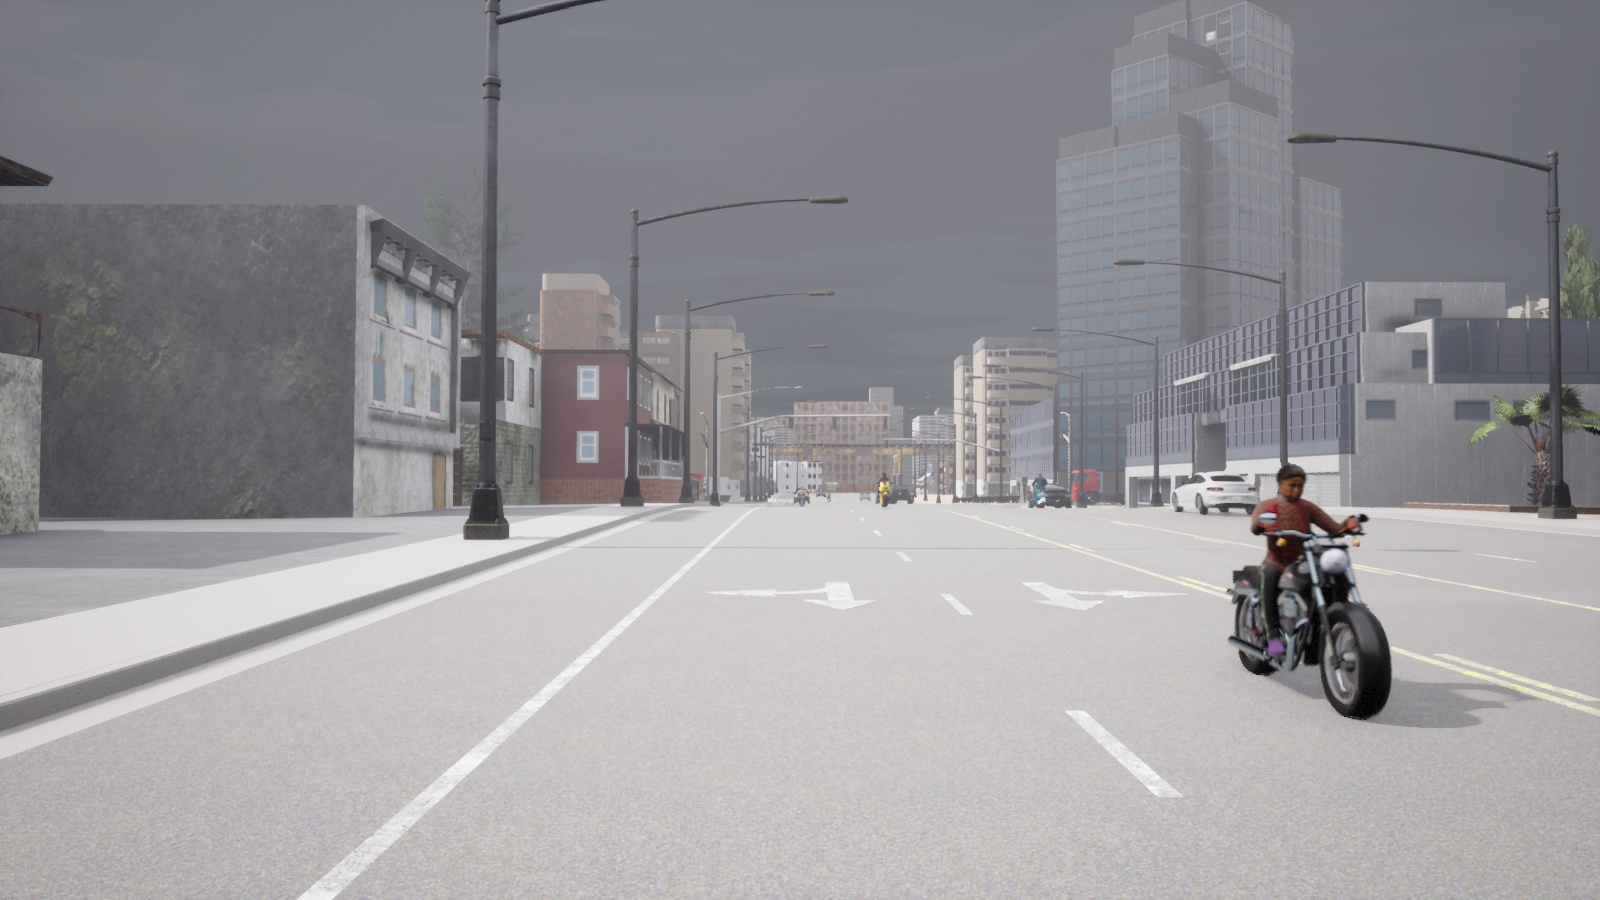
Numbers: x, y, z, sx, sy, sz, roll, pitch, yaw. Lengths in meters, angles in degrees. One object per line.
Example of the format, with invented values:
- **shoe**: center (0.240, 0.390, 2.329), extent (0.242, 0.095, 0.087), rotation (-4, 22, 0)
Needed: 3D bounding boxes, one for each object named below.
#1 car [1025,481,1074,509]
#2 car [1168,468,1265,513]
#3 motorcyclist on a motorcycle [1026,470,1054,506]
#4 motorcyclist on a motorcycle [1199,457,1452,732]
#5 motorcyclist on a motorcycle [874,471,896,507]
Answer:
- **car**: center (14.124, 2.575, 71.306), extent (1.837, 1.490, 4.892), rotation (0, -3, 0)
- **car**: center (14.089, 1.344, 42.766), extent (1.812, 1.442, 4.674), rotation (0, -1, 1)
- **motorcyclist on a motorcycle**: center (10.596, 1.696, 55.476), extent (0.866, 1.590, 1.817), rotation (0, -3, 0)
- **motorcyclist on a motorcycle**: center (3.524, 0.878, 8.710), extent (0.766, 1.649, 2.350), rotation (0, -1, 0)
- **motorcyclist on a motorcycle**: center (3.593, 1.661, 53.299), extent (0.797, 1.523, 2.044), rotation (0, -2, 0)
